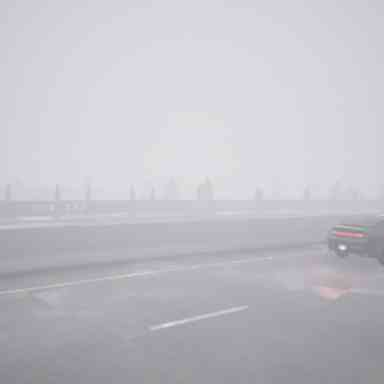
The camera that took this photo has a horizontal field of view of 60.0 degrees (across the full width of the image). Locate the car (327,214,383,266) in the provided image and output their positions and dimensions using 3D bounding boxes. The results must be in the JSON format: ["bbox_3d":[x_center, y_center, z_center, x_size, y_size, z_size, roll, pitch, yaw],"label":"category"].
[{"bbox_3d":[6.870,1.551,11.476,4.892,1.490,1.837,2,-1,-27],"label":"car"}]
